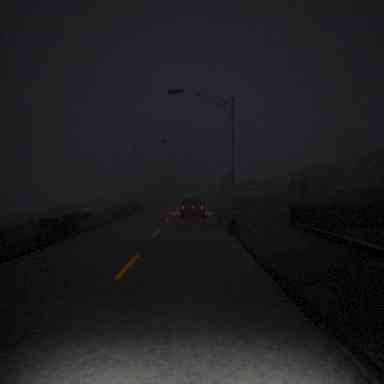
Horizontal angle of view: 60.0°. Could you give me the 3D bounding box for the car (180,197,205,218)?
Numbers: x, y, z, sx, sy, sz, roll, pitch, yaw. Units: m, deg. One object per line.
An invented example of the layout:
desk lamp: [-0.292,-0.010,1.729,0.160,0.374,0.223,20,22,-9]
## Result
car: [0.071,1.327,29.616,2.097,1.767,4.553,0,0,0]

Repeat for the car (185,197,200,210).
car: [0.061,1.443,42.519,1.882,1.535,5.008,0,0,0]
